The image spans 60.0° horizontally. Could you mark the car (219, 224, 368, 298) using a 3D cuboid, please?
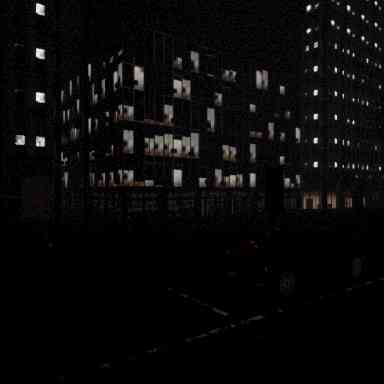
[{"bbox_3d":[2.698,1.545,8.483,4.507,1.381,1.887,0,0,-35],"label":"car"}]
